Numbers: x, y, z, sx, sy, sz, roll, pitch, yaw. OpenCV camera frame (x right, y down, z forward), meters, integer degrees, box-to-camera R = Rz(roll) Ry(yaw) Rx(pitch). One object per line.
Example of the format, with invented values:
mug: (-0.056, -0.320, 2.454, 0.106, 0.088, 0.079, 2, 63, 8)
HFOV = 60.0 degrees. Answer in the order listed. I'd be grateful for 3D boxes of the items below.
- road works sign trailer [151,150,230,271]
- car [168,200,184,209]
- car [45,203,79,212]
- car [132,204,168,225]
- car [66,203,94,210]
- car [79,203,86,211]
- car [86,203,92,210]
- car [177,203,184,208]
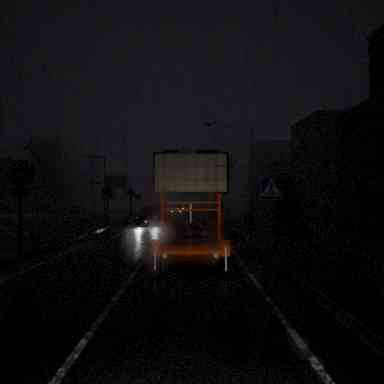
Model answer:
road works sign trailer: (-0.038, 0.451, 10.772, 2.380, 3.560, 2.880, 0, -1, 0)
car: (-3.170, 2.623, 67.964, 2.150, 2.045, 5.566, 0, -1, 0)
car: (-21.895, 2.585, 55.341, 4.674, 1.452, 2.002, 0, -1, 0)
car: (-3.345, 1.916, 26.868, 2.033, 1.411, 5.357, 0, -3, 0)
car: (-21.870, 2.823, 65.036, 4.674, 1.452, 2.002, 0, -1, 0)
car: (-21.884, 2.627, 58.617, 4.892, 1.521, 2.231, 0, -1, 0)
car: (-21.887, 2.706, 61.889, 5.008, 1.535, 2.097, 0, -1, 0)
car: (-3.122, 3.582, 90.794, 1.895, 1.301, 4.718, 0, -1, 0)
